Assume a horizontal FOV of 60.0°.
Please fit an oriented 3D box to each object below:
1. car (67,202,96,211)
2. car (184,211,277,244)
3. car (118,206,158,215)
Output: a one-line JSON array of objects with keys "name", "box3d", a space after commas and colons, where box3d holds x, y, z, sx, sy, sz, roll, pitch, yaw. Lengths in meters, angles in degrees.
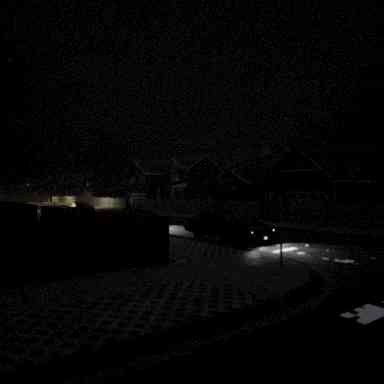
[{"name": "car", "box3d": [-12.109, 1.793, 36.069, 2.033, 1.411, 5.357, -1, 1, -36]}, {"name": "car", "box3d": [1.693, 1.664, 16.859, 2.033, 1.411, 5.357, -1, 0, -36]}, {"name": "car", "box3d": [-4.099, 1.742, 24.928, 1.994, 1.385, 4.181, -1, 1, -35]}]
